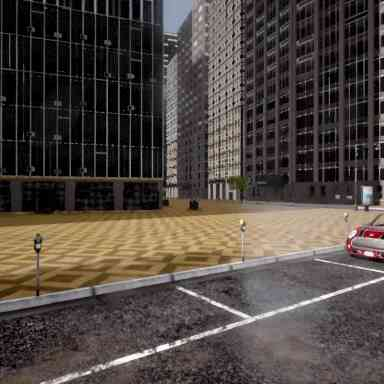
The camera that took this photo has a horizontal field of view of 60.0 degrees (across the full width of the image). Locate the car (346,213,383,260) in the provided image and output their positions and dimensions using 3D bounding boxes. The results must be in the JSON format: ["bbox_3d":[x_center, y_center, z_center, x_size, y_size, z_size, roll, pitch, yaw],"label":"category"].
[{"bbox_3d":[7.237,1.438,11.716,4.097,1.590,1.967,0,0,-35],"label":"car"}]
